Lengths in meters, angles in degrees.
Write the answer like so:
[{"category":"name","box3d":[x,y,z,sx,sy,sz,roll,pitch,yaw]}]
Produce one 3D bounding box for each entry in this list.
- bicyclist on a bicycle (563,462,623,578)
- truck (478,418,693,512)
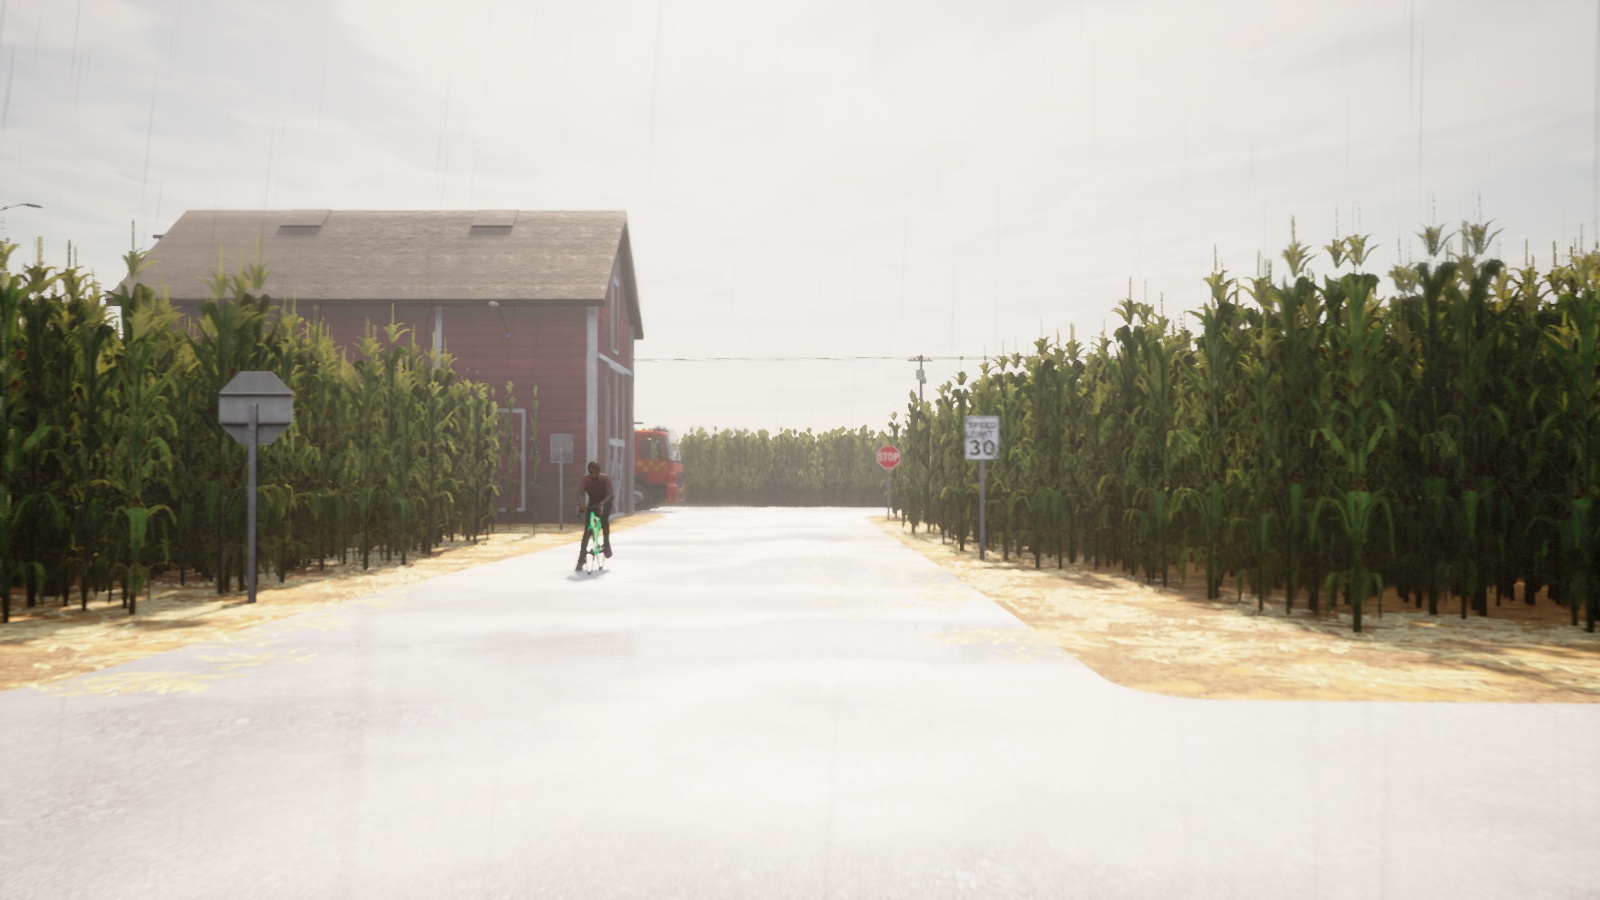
[{"category":"bicyclist on a bicycle","box3d":[-2.982,0.986,18.245,0.582,1.620,1.656,0,-1,0]},{"category":"truck","box3d":[-8.889,0.646,52.760,8.468,3.827,2.891,0,-1,3]}]
